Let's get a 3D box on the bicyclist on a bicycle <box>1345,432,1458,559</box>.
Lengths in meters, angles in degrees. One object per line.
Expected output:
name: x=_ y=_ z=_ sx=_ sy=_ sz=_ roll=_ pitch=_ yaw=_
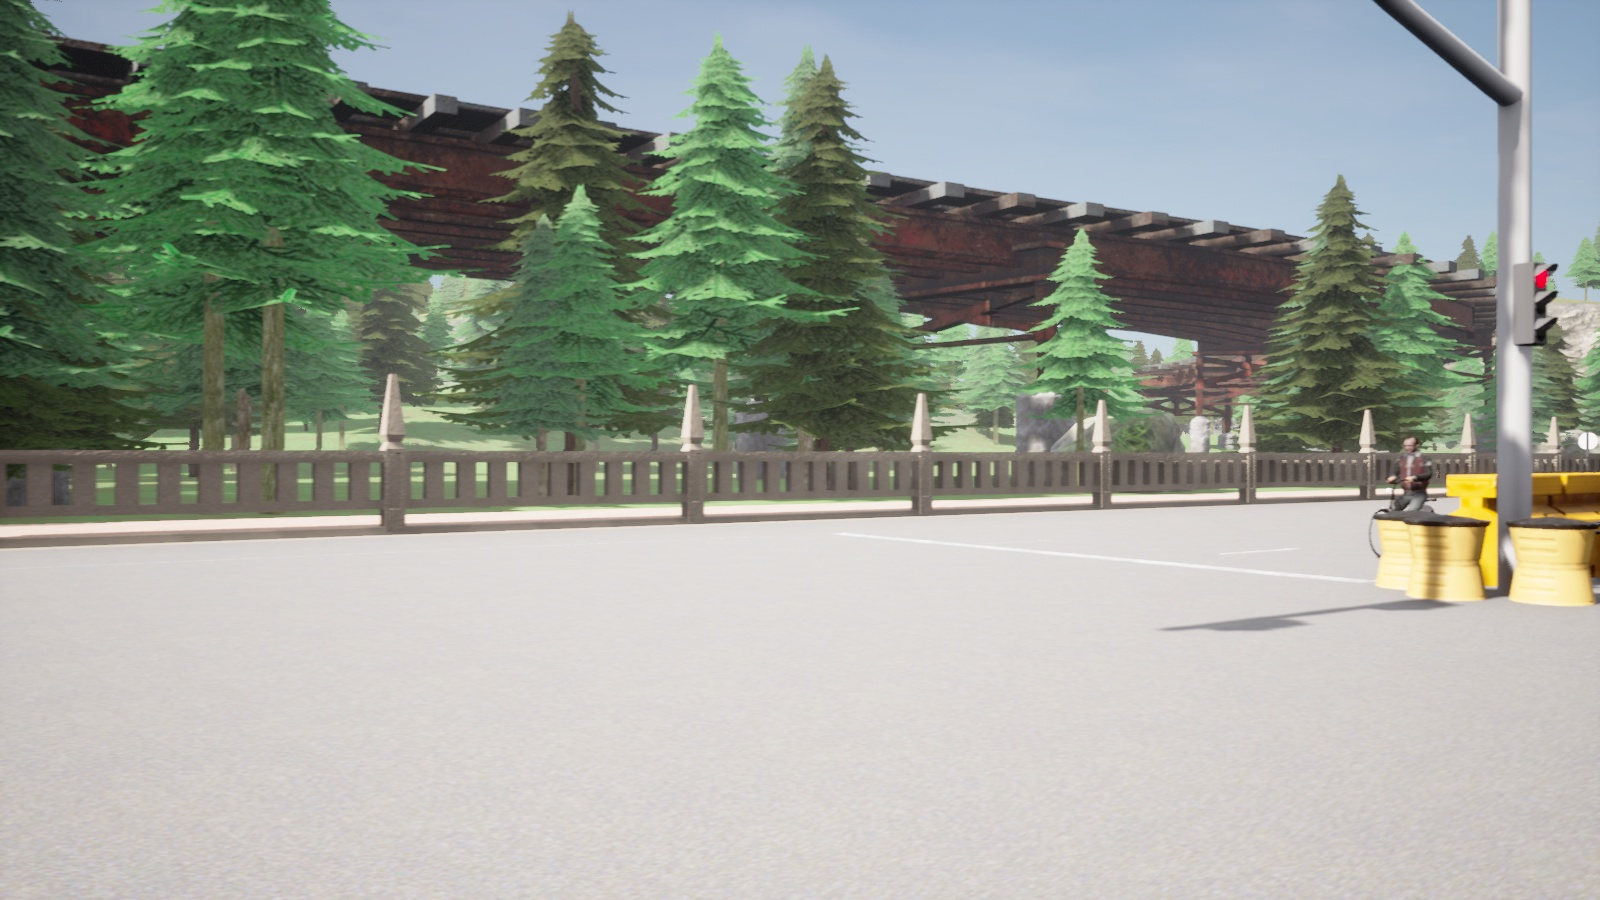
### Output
bicyclist on a bicycle: x=8.783 y=0.642 z=18.302 sx=1.843 sy=1.776 sz=0.659 roll=0 pitch=0 yaw=-35
